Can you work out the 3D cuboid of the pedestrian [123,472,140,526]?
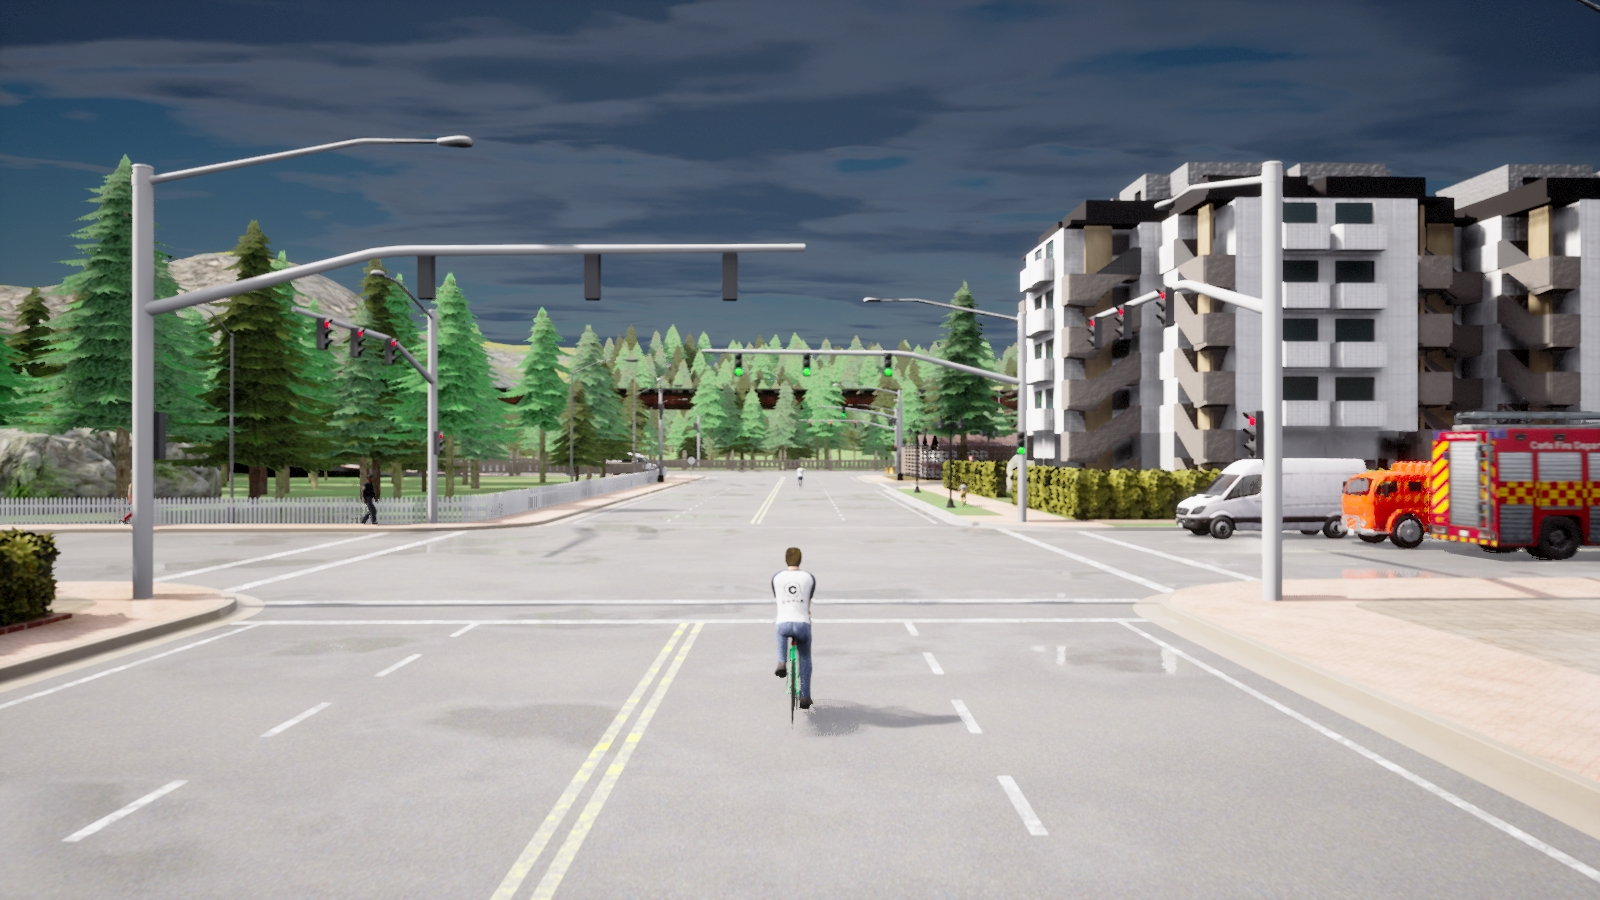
[{"bbox_3d":[-23.516,1.720,40.214,0.375,1.860,0.375,0,0,-2],"label":"pedestrian"}]

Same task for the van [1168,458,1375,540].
[{"bbox_3d":[15.209,1.557,37.027,5.915,2.561,1.988,0,0,-2],"label":"van"}]

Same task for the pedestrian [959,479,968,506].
[{"bbox_3d":[7.773,2.010,54.305,0.375,1.300,0.375,0,0,2],"label":"pedestrian"}]

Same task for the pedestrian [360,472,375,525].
[{"bbox_3d":[-15.261,1.721,40.353,0.375,1.860,0.375,0,0,4],"label":"pedestrian"}]

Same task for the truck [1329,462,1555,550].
[{"bbox_3d":[18.789,1.588,33.668,5.204,2.467,2.627,0,0,-2],"label":"truck"}]

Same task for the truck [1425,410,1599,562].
[{"bbox_3d":[21.593,0.909,30.340,8.468,3.827,2.891,0,0,-2],"label":"truck"}]
